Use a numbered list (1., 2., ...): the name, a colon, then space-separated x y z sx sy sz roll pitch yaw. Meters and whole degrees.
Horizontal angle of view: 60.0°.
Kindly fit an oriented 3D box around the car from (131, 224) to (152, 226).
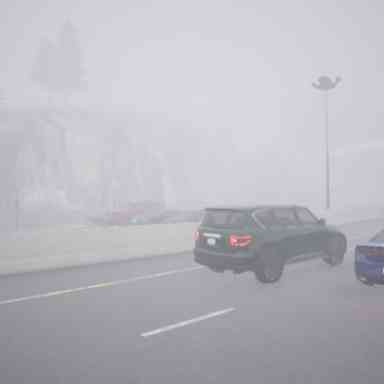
1. car: -2.167 1.922 24.604 4.902 1.511 2.128 0 -1 -40

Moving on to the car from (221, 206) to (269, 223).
1. car: 5.022 2.040 31.149 4.718 1.301 1.895 0 -1 -43

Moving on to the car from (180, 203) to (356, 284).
1. car: 2.596 1.361 10.303 5.566 2.045 2.150 0 -1 -39

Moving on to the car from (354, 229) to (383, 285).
1. car: 6.118 1.544 8.687 5.008 1.535 1.882 0 -1 -39

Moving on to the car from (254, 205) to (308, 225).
1. car: 7.843 1.916 28.987 5.357 1.411 2.033 0 -1 -43

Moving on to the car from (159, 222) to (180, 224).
1. car: 0.015 1.921 21.869 4.181 1.385 1.994 0 -1 -40

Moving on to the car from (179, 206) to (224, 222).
1. car: 0.962 2.073 32.179 4.181 1.385 1.994 0 -1 -42
